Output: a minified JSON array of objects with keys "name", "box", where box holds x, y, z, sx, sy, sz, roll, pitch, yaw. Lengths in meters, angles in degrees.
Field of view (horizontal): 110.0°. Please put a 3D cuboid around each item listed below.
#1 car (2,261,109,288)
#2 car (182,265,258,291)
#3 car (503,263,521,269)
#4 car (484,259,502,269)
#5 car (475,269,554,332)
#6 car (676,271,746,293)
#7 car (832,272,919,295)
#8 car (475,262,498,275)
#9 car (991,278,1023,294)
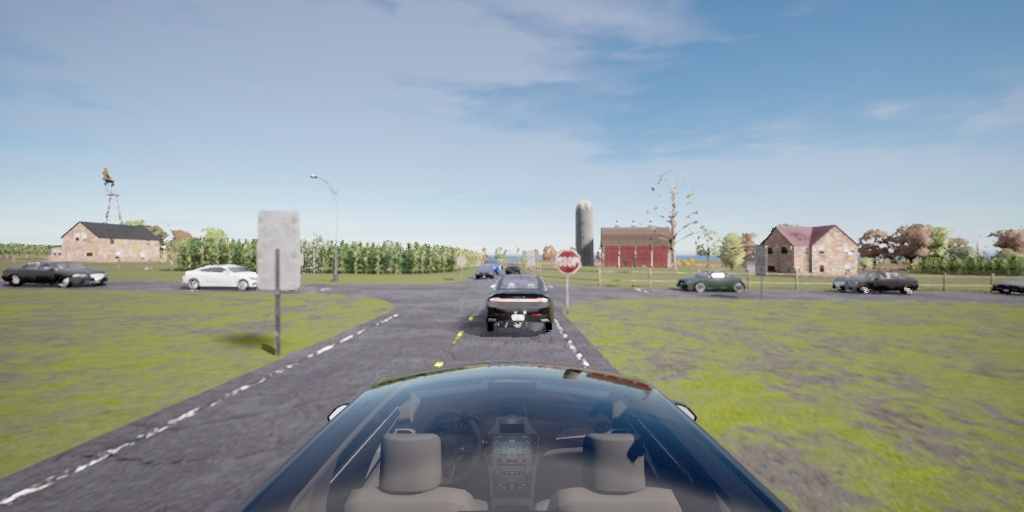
[{"name":"car","box":[-27.374,1.085,21.607,4.902,1.511,2.128,1,0,0]},{"name":"car","box":[-17.131,1.272,21.634,4.674,1.442,1.812,1,0,0]},{"name":"car","box":[0.099,1.732,45.584,1.837,1.490,4.892,0,-1,0]},{"name":"car","box":[-2.826,1.480,48.315,2.150,2.045,5.566,0,-1,0]},{"name":"car","box":[0.298,1.340,11.310,2.128,1.511,4.902,0,-1,3]},{"name":"car","box":[13.638,1.751,24.687,4.181,1.385,1.994,1,0,-1]},{"name":"car","box":[24.937,1.835,24.713,4.902,1.511,2.128,1,0,0]},{"name":"car","box":[-2.812,1.690,38.131,2.033,1.411,5.357,0,-1,-1]},{"name":"car","box":[36.743,2.048,24.733,5.357,1.411,2.033,1,0,0]}]
